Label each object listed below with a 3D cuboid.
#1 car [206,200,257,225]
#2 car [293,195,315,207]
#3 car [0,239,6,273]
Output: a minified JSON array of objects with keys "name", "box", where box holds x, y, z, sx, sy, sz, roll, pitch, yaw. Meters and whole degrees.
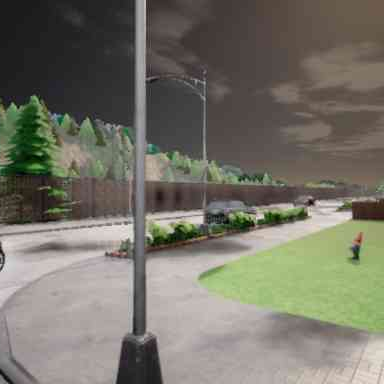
[{"name":"car","box":[2.693,1.300,22.534,2.097,1.767,4.553,0,0,36]},{"name":"car","box":[16.571,1.280,49.170,2.097,1.767,4.553,0,0,36]},{"name":"car","box":[-5.801,1.310,7.221,2.097,1.767,4.553,0,0,-14]}]
